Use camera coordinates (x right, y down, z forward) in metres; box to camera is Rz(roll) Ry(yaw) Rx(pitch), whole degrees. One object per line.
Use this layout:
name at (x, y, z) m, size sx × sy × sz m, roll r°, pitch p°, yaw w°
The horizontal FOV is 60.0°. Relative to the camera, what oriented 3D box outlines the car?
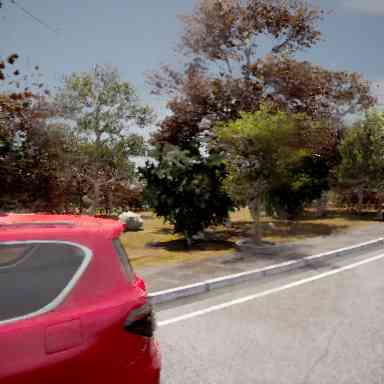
car at (-2.873, 1.239, 2.051) m, size 5.566 × 2.045 × 2.150 m, roll 0°, pitch 0°, yaw -35°
